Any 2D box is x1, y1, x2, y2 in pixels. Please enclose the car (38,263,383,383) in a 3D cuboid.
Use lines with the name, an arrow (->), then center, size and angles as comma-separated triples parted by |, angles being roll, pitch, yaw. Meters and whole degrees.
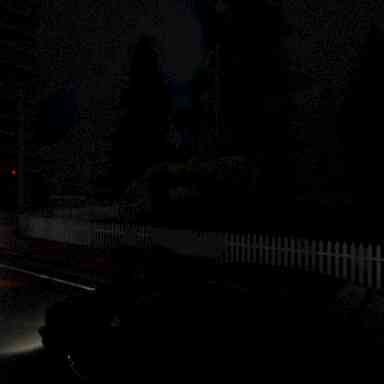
car -> 0.574, 1.547, 3.585 | 5.357, 1.411, 2.033 | 0, 0, 36
